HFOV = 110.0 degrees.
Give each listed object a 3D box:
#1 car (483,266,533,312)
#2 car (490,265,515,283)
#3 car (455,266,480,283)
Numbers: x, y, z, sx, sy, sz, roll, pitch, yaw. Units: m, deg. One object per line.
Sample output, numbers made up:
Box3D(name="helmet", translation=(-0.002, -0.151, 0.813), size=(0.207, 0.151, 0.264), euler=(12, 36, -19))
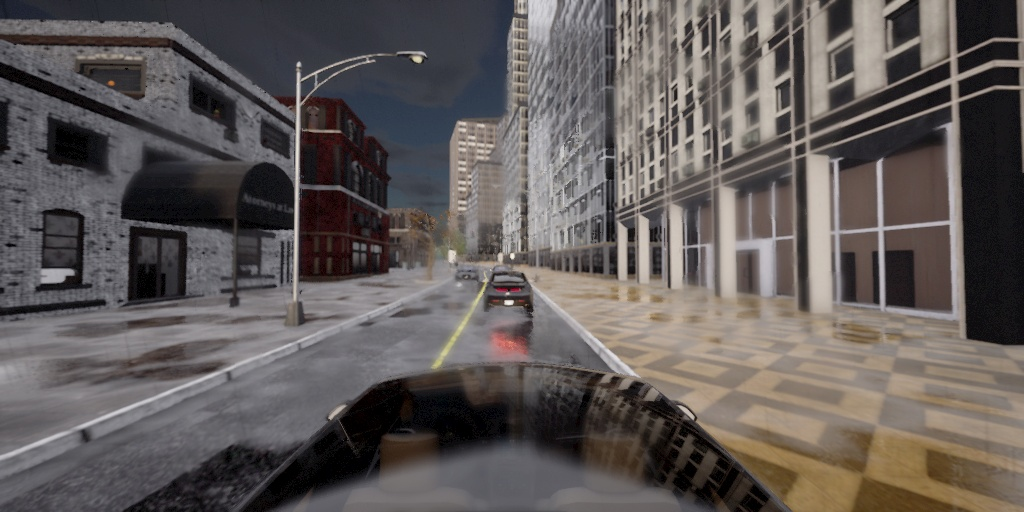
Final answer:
Box3D(name="car", translation=(-0.162, 1.376, 14.939), size=(1.837, 1.490, 4.892), euler=(0, 0, -1))
Box3D(name="car", translation=(-0.967, 1.567, 32.442), size=(2.033, 1.411, 5.357), euler=(0, -1, -4))
Box3D(name="car", translation=(-3.869, 1.574, 31.542), size=(1.994, 1.385, 4.181), euler=(0, 0, -4))
